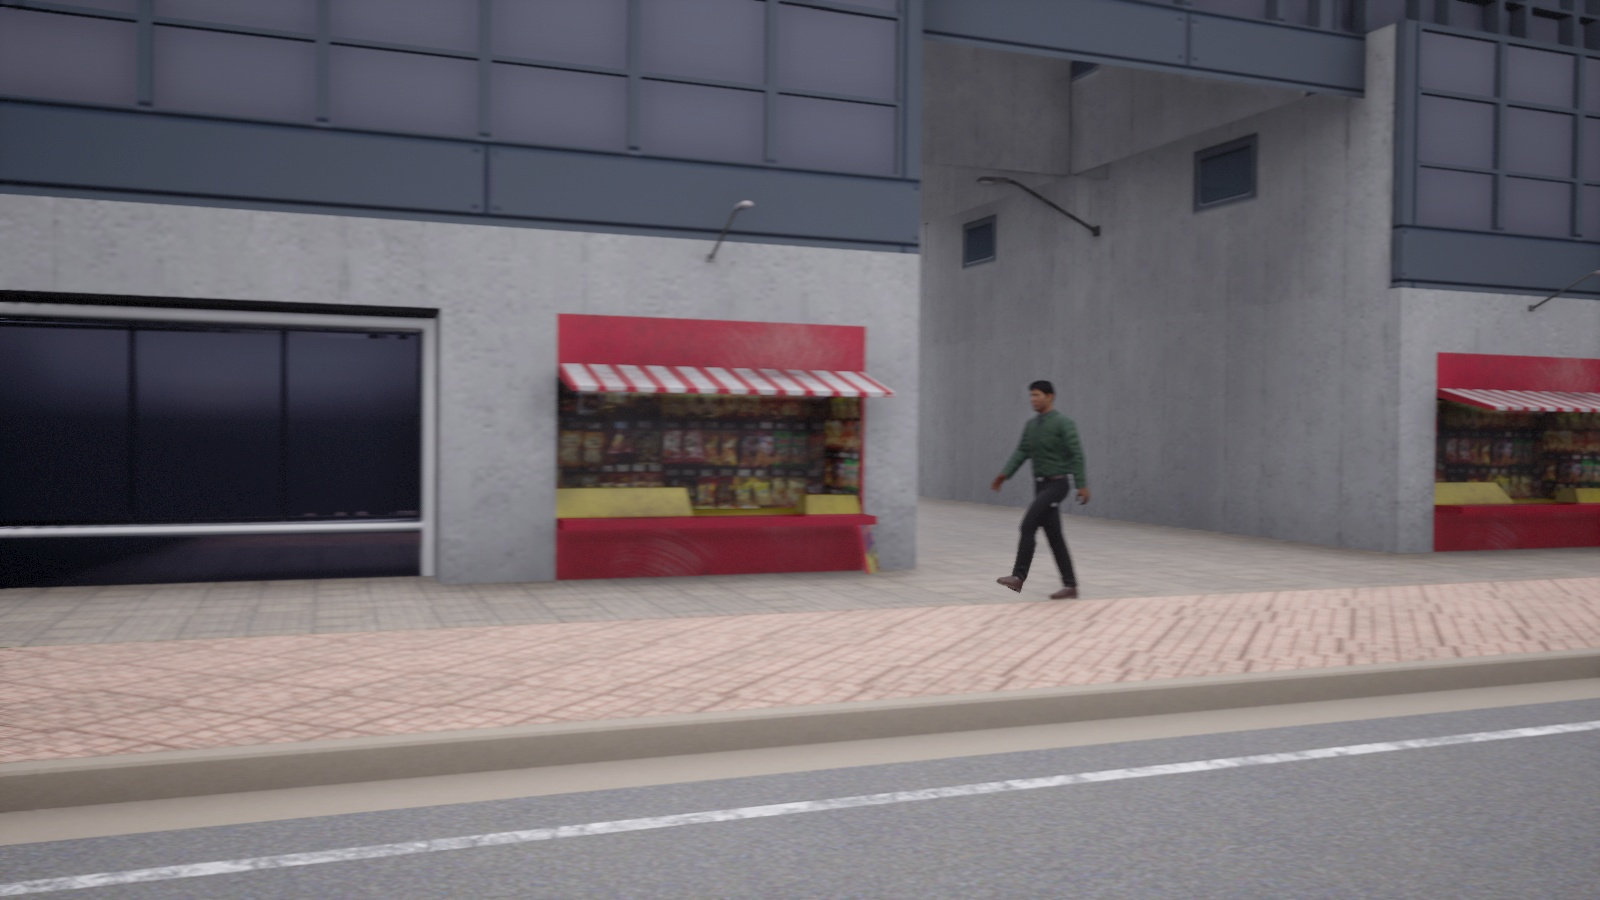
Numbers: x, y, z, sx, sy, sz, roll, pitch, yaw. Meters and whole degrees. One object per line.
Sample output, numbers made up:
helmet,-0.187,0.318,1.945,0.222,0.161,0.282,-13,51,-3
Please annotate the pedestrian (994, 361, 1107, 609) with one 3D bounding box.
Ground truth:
pedestrian,2.045,0.268,10.246,0.788,1.949,0.423,-1,1,-25
